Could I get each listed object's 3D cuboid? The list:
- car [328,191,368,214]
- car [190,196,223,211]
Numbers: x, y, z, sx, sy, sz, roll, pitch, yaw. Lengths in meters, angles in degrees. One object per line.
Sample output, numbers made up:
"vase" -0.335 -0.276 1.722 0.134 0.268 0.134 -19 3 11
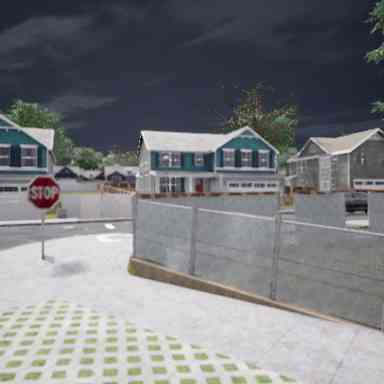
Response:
"car" 9.735 0.710 21.531 4.892 1.490 1.837 -1 0 -17
"car" 0.395 0.922 18.552 5.357 1.411 2.033 -1 0 -18
